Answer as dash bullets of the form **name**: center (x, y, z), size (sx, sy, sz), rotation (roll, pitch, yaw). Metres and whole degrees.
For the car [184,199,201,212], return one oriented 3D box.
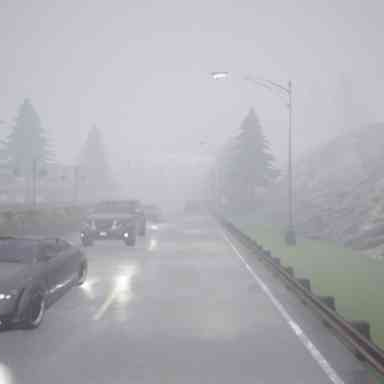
- **car**: center (0.082, 1.684, 43.218), size (2.097, 1.767, 4.553), rotation (0, 0, 0)

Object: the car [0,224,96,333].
- **car**: center (-3.600, 1.618, 6.828), size (1.994, 1.385, 4.181), rotation (0, 0, -1)

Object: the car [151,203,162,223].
- **car**: center (-3.578, 1.716, 27.469), size (1.837, 1.490, 4.892), rotation (0, 0, 0)

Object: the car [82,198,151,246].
- **car**: center (-3.591, 1.346, 16.217), size (2.150, 2.045, 5.566), rotation (0, 0, 0)
